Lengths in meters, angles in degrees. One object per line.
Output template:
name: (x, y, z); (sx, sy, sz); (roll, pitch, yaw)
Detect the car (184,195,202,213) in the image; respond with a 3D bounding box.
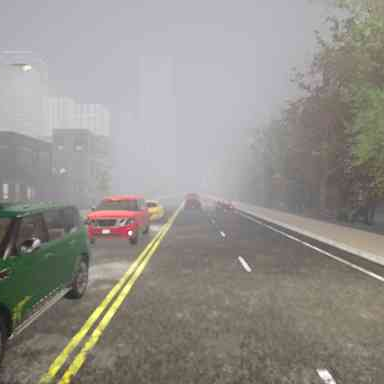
car: (0.099, 1.409, 36.748); (1.882, 1.535, 5.008); (0, 0, 0)

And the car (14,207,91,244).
car: (-6.588, 1.534, 16.295); (1.994, 1.385, 4.181); (0, 0, 1)

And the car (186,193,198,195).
car: (0.000, 1.134, 47.062); (2.150, 2.045, 5.566); (0, 0, 0)

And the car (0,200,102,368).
car: (-3.352, 1.212, 5.451); (2.150, 2.045, 5.566); (0, 0, 0)

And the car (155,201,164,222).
car: (-3.346, 1.429, 26.381); (1.882, 1.535, 5.008); (0, 0, 0)

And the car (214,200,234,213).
car: (3.349, 1.534, 35.712); (1.895, 1.301, 4.718); (0, 0, 0)

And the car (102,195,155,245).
car: (-3.342, 1.192, 15.852); (2.150, 2.045, 5.566); (0, 0, 1)
